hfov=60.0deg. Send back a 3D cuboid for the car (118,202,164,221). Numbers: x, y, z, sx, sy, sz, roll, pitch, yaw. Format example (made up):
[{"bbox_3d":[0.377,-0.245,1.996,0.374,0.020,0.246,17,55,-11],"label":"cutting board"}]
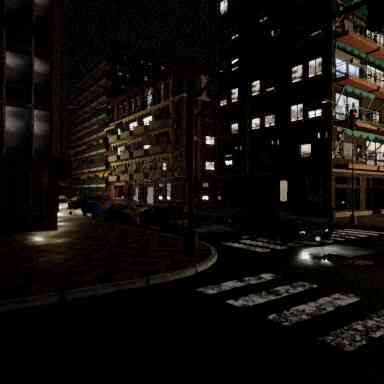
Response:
[{"bbox_3d":[-4.433,1.541,28.031,1.895,1.301,4.718,0,0,-36],"label":"car"}]

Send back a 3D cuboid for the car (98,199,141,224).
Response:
[{"bbox_3d":[-4.920,1.458,24.272,1.752,1.417,4.829,0,0,-36],"label":"car"}]

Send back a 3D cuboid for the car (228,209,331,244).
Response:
[{"bbox_3d":[3.866,1.515,15.913,2.033,1.411,5.357,0,0,-29],"label":"car"}]

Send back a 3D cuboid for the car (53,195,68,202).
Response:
[{"bbox_3d":[-27.954,1.360,70.697,1.967,1.590,4.097,0,0,-36],"label":"car"}]

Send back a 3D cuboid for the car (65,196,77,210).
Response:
[{"bbox_3d":[-13.726,1.484,41.004,1.994,1.385,4.181,0,0,-36],"label":"car"}]

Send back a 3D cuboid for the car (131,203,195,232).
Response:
[{"bbox_3d":[-1.716,1.525,19.811,1.802,1.307,4.206,0,0,-36],"label":"car"}]

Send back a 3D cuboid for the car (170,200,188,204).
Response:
[{"bbox_3d":[-1.618,1.487,34.037,1.752,1.417,4.829,0,0,-36],"label":"car"}]

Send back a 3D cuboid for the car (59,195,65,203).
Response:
[{"bbox_3d":[-24.402,1.456,61.292,2.033,1.411,5.357,0,0,-35],"label":"car"}]

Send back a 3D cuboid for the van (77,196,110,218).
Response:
[{"bbox_3d":[-8.323,1.265,29.010,1.690,1.788,3.998,0,0,-36],"label":"van"}]
